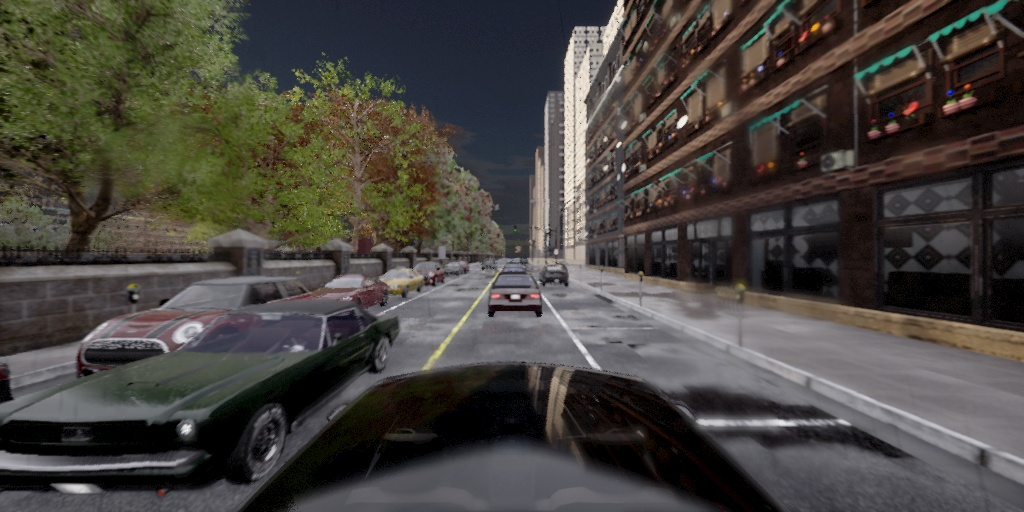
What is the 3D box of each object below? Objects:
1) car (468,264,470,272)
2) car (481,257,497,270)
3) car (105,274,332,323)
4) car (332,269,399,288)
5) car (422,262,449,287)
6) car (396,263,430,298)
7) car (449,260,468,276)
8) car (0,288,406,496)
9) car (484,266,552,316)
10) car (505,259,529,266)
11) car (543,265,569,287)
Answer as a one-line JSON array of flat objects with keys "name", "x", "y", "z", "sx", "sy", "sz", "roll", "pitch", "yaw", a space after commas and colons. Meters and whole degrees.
[{"name": "car", "x": -5.813, "y": 1.197, "z": 40.412, "sx": 1.888, "sy": 1.381, "sz": 4.507, "roll": 0, "pitch": 0, "yaw": 0}, {"name": "car", "x": -2.991, "y": 1.237, "z": 47.934, "sx": 1.994, "sy": 1.385, "sz": 4.181, "roll": 0, "pitch": 0, "yaw": 0}, {"name": "car", "x": -5.690, "y": 1.175, "z": 7.180, "sx": 1.967, "sy": 1.591, "sz": 4.097, "roll": 0, "pitch": 0, "yaw": 0}, {"name": "car", "x": -5.689, "y": 1.302, "z": 12.719, "sx": 1.802, "sy": 1.307, "sz": 4.207, "roll": 0, "pitch": 0, "yaw": 0}, {"name": "car", "x": -5.687, "y": 1.132, "z": 23.797, "sx": 1.967, "sy": 1.591, "sz": 4.097, "roll": 0, "pitch": 0, "yaw": 0}, {"name": "car", "x": -5.688, "y": 1.231, "z": 18.087, "sx": 1.751, "sy": 1.417, "sz": 4.829, "roll": 0, "pitch": 0, "yaw": 0}, {"name": "car", "x": -5.762, "y": 1.215, "z": 34.872, "sx": 2.007, "sy": 1.370, "sz": 4.403, "roll": 0, "pitch": 0, "yaw": 0}, {"name": "car", "x": -3.102, "y": 1.343, "z": 4.761, "sx": 1.895, "sy": 1.301, "sz": 4.718, "roll": 0, "pitch": 0, "yaw": 0}, {"name": "car", "x": 0.102, "y": 1.266, "z": 13.244, "sx": 2.033, "sy": 1.411, "sz": 5.357, "roll": 0, "pitch": 0, "yaw": 0}, {"name": "car", "x": 0.107, "y": 1.224, "z": 30.088, "sx": 2.033, "sy": 1.411, "sz": 5.357, "roll": 0, "pitch": 0, "yaw": 0}, {"name": "car", "x": 2.693, "y": 1.242, "z": 23.797, "sx": 2.007, "sy": 1.370, "sz": 4.403, "roll": 0, "pitch": 0, "yaw": 0}]
